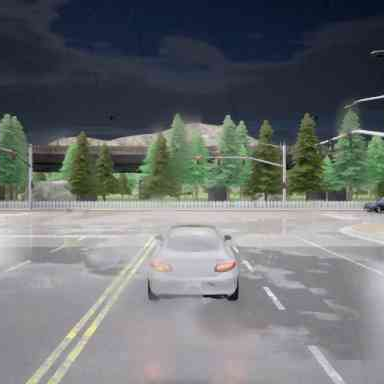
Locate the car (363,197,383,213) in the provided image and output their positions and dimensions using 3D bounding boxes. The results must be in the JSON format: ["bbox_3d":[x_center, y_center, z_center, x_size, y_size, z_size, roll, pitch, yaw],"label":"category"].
[{"bbox_3d":[20.734,1.296,35.348,4.553,1.767,2.097,0,0,0],"label":"car"}]

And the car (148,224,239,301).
[{"bbox_3d":[0.033,1.526,8.216,1.812,1.442,4.674,0,0,0],"label":"car"}]
